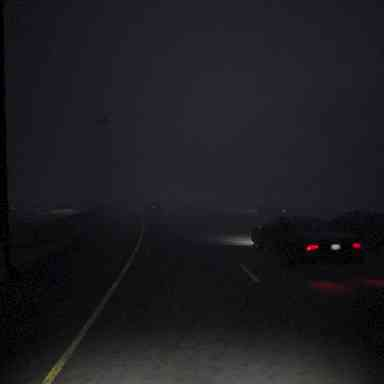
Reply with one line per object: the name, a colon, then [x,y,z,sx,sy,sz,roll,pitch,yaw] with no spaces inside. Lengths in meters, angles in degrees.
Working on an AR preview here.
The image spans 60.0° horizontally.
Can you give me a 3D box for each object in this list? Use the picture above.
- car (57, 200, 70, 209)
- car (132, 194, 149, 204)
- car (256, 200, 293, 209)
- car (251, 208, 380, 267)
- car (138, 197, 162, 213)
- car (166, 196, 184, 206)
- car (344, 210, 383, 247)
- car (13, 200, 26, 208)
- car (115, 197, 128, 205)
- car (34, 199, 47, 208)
car: [-19.974,1.949,51.860,1.895,1.301,4.718,-1,0,-20]
car: [-9.953,1.403,64.801,2.150,2.045,5.566,-1,0,-25]
car: [8.008,1.473,32.842,1.895,1.301,4.718,-1,0,-13]
car: [3.512,1.491,11.187,2.033,1.411,5.357,-1,0,-6]
car: [-4.753,1.652,38.960,1.994,1.385,4.181,-1,0,-15]
car: [-2.991,1.415,56.964,2.097,1.767,4.553,-1,0,-21]
car: [7.118,1.430,13.459,2.033,1.411,5.357,-1,0,-7]
car: [-31.155,2.077,60.144,2.033,1.411,5.357,-1,0,-26]
car: [-13.690,1.749,64.389,1.837,1.490,4.892,0,-1,-25]
car: [-26.113,1.995,57.584,2.033,1.411,5.357,-1,0,-24]
